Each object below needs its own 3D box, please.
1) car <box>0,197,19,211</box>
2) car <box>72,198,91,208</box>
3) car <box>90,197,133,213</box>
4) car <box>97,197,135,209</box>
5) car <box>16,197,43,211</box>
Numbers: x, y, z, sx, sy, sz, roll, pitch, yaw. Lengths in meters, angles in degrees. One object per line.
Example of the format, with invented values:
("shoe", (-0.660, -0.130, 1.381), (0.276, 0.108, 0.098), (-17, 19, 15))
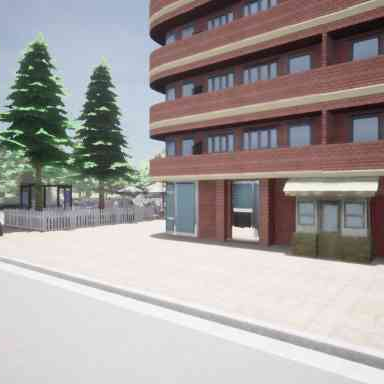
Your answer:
("car", (-20.498, 1.296, 36.963), (2.097, 1.767, 4.553), (0, 0, 38))
("car", (-14.039, 1.508, 45.198), (1.994, 1.385, 4.181), (0, 0, 39))
("car", (-8.219, 1.508, 35.456), (1.994, 1.385, 4.181), (0, 0, 37))
("car", (-10.125, 1.451, 44.514), (1.837, 1.490, 4.892), (0, 0, 40))
("car", (-16.428, 1.508, 36.513), (1.994, 1.385, 4.181), (0, 0, 38))
